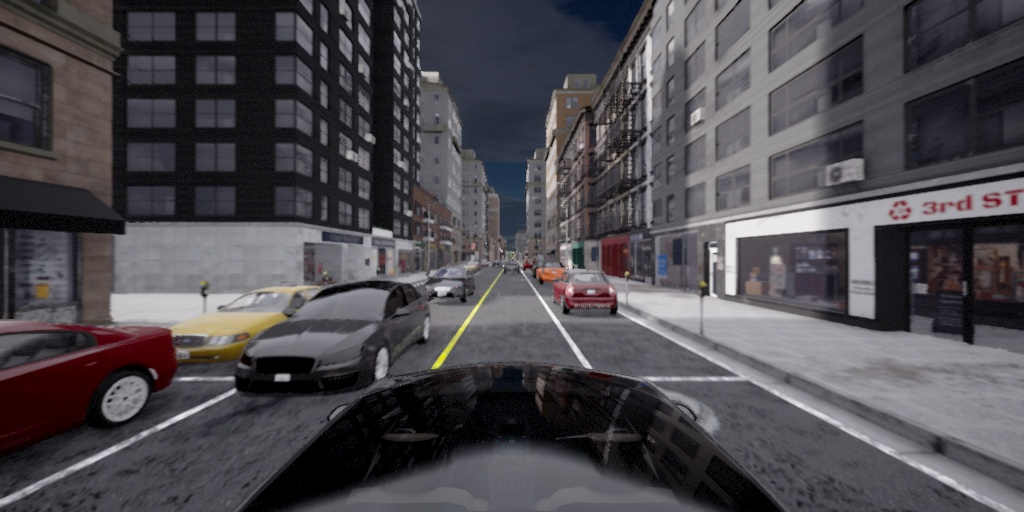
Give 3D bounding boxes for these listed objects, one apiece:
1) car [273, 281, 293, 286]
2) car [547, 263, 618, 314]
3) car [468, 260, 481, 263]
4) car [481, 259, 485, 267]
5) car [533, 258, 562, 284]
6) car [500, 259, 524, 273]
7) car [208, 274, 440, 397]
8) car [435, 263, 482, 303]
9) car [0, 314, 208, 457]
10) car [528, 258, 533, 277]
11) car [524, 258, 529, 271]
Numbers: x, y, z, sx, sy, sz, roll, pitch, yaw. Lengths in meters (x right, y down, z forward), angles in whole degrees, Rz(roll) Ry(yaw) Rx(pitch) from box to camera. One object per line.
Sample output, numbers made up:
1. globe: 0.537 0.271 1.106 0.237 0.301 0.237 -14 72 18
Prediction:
1. car: -5.388 1.292 8.226 1.751 1.417 4.829 0 0 0
2. car: 2.637 1.219 13.842 1.967 1.591 4.097 0 0 0
3. car: -5.386 1.378 46.402 1.751 1.417 4.829 0 0 0
4. car: -5.385 1.449 52.026 1.802 1.307 4.207 0 0 0
5. car: 2.989 1.162 27.500 2.097 1.767 4.553 0 0 0
6. car: 0.009 1.346 44.055 2.128 1.511 4.902 0 0 0
7. car: -2.853 1.268 6.881 1.837 1.490 4.892 0 0 0
8. car: -2.836 1.278 17.116 2.128 1.511 4.902 0 0 0
9. car: -5.388 1.298 2.942 1.888 1.381 4.507 0 0 0
10. car: 2.989 1.177 34.500 2.097 1.767 4.553 0 0 0
11. car: 2.639 1.181 52.022 2.192 1.841 5.009 0 0 0
